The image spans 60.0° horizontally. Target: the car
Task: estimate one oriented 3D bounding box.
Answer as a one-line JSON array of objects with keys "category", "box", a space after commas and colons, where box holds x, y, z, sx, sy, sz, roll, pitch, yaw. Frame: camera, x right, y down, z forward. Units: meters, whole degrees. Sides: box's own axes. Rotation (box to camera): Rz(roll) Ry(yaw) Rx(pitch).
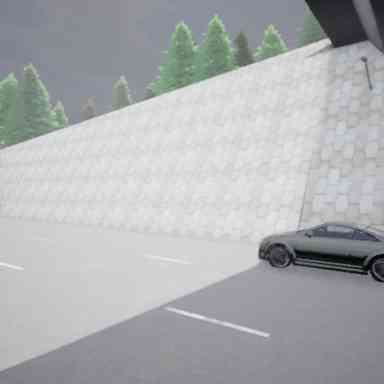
[{"category": "car", "box": [4.097, 1.548, 9.663, 4.181, 1.385, 1.994, 1, 0, 35]}]
